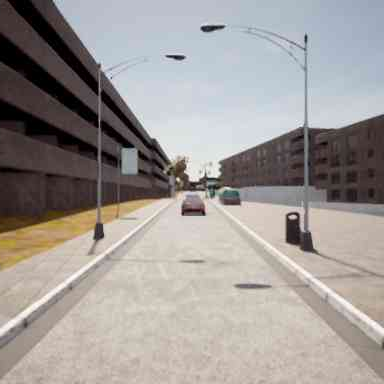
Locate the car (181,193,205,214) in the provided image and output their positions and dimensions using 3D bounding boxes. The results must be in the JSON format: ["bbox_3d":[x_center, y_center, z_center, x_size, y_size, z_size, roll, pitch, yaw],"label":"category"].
[{"bbox_3d":[0.106,1.082,28.427,1.994,1.385,4.181,0,1,0],"label":"car"}]

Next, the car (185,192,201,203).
[{"bbox_3d":[0.109,0.779,46.382,2.033,1.411,5.357,0,0,0],"label":"car"}]
